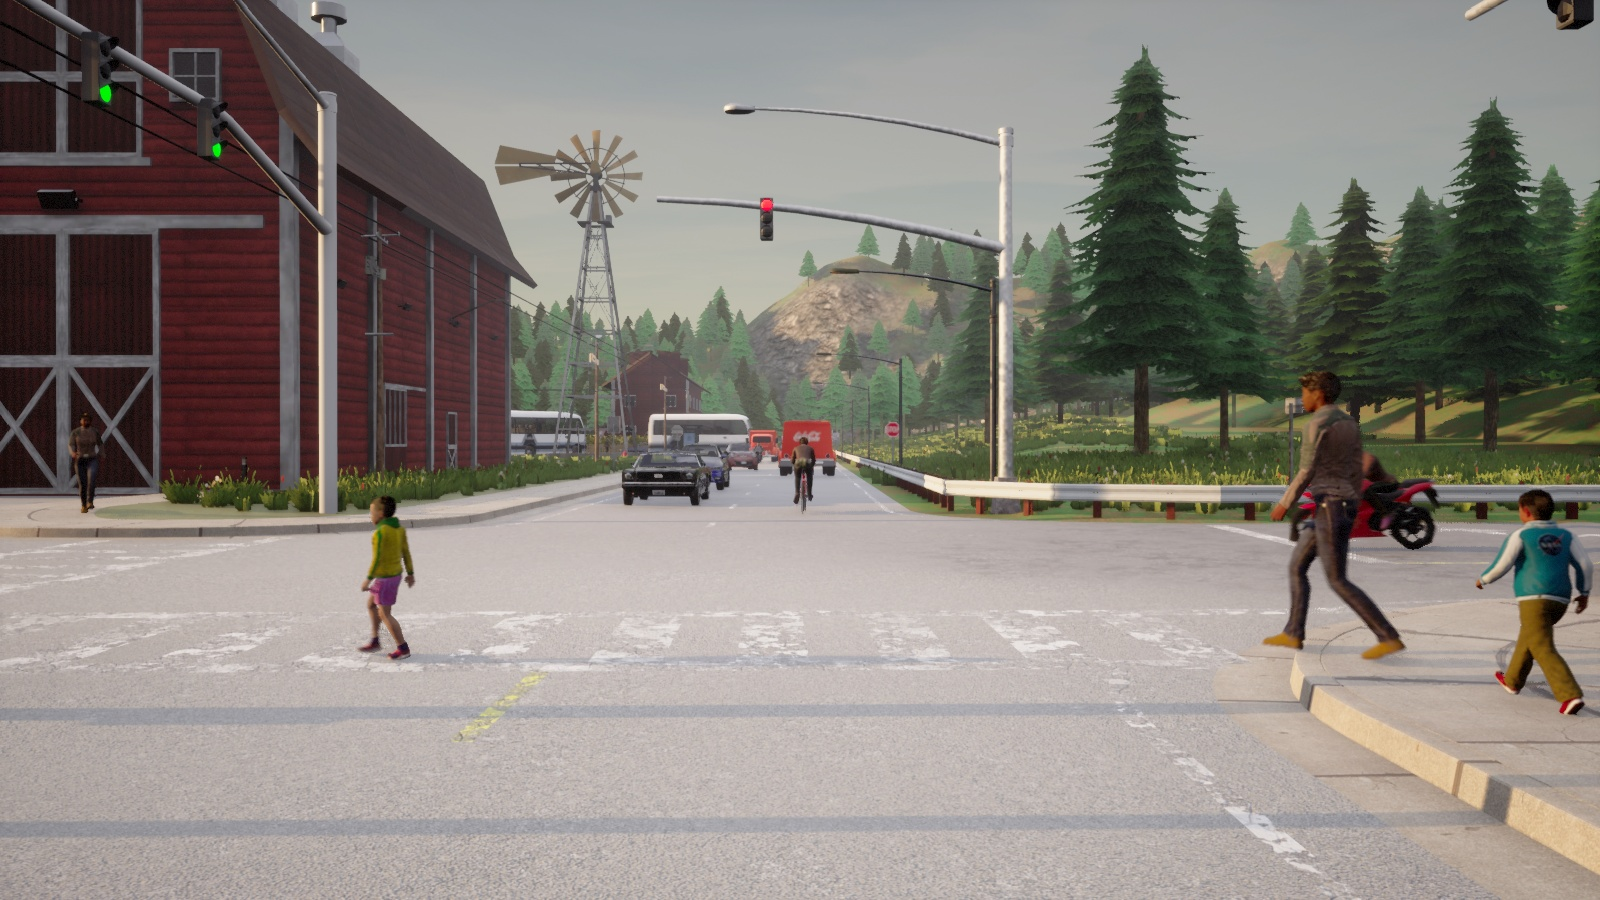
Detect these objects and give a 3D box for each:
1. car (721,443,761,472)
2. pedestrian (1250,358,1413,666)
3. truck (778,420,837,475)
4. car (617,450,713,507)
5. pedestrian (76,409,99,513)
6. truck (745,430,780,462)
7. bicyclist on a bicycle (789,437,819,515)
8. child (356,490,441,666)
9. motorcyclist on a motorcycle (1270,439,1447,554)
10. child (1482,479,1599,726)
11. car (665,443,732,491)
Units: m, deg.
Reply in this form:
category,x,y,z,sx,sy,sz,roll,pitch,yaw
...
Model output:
category,x,y,z,sx,sy,sz,roll,pitch,yaw
car,-3.218,0.374,67.909,1.845,1.501,3.633,0,0,-8
pedestrian,3.277,0.360,7.768,0.869,1.805,0.328,0,0,41
truck,0.336,-0.081,58.158,2.627,2.467,5.204,0,-1,0
car,-3.310,0.665,31.709,1.895,1.301,4.718,0,0,0
pedestrian,-12.700,0.188,22.374,0.328,1.805,0.869,0,0,-31
truck,-2.936,-0.305,99.363,2.627,2.467,5.204,0,0,0
bicyclist on a bicycle,0.087,0.548,26.899,0.582,1.620,1.656,0,0,2
child,-2.725,0.859,8.535,0.473,1.160,0.299,0,0,5
motorcyclist on a motorcycle,7.532,0.612,16.994,2.044,1.523,0.797,0,0,-1
child,3.776,0.749,6.378,0.343,1.192,0.448,0,0,-9
car,-3.259,0.526,40.979,1.816,1.474,4.193,0,0,0
